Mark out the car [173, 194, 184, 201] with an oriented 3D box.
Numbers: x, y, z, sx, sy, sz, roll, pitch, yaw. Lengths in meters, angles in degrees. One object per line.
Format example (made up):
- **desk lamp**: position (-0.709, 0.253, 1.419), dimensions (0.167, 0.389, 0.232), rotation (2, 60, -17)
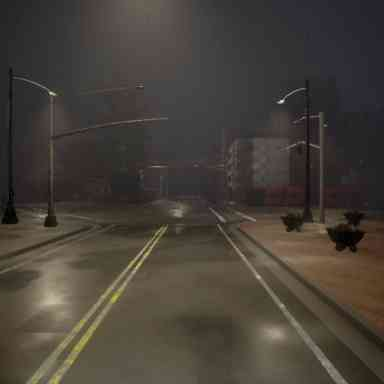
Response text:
- **car**: position (-3.500, 1.468, 79.682), dimensions (2.033, 1.411, 5.357), rotation (0, 0, 0)
